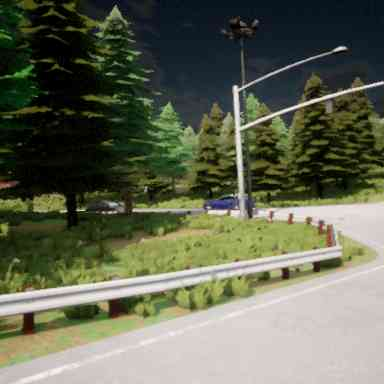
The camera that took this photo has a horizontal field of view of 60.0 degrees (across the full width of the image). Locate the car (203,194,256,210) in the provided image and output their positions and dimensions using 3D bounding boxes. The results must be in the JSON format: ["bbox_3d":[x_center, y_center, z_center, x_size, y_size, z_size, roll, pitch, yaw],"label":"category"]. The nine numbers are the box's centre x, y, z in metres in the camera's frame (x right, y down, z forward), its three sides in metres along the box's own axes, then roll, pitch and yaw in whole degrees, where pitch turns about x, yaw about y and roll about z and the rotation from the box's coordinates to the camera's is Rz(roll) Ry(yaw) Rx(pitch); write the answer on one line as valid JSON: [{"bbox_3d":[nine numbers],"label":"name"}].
[{"bbox_3d":[3.167,0.935,28.702,4.674,1.442,1.812,-2,3,30],"label":"car"}]

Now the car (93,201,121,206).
[{"bbox_3d":[-7.609,1.542,30.497,4.674,1.442,1.812,-2,3,28],"label":"car"}]
